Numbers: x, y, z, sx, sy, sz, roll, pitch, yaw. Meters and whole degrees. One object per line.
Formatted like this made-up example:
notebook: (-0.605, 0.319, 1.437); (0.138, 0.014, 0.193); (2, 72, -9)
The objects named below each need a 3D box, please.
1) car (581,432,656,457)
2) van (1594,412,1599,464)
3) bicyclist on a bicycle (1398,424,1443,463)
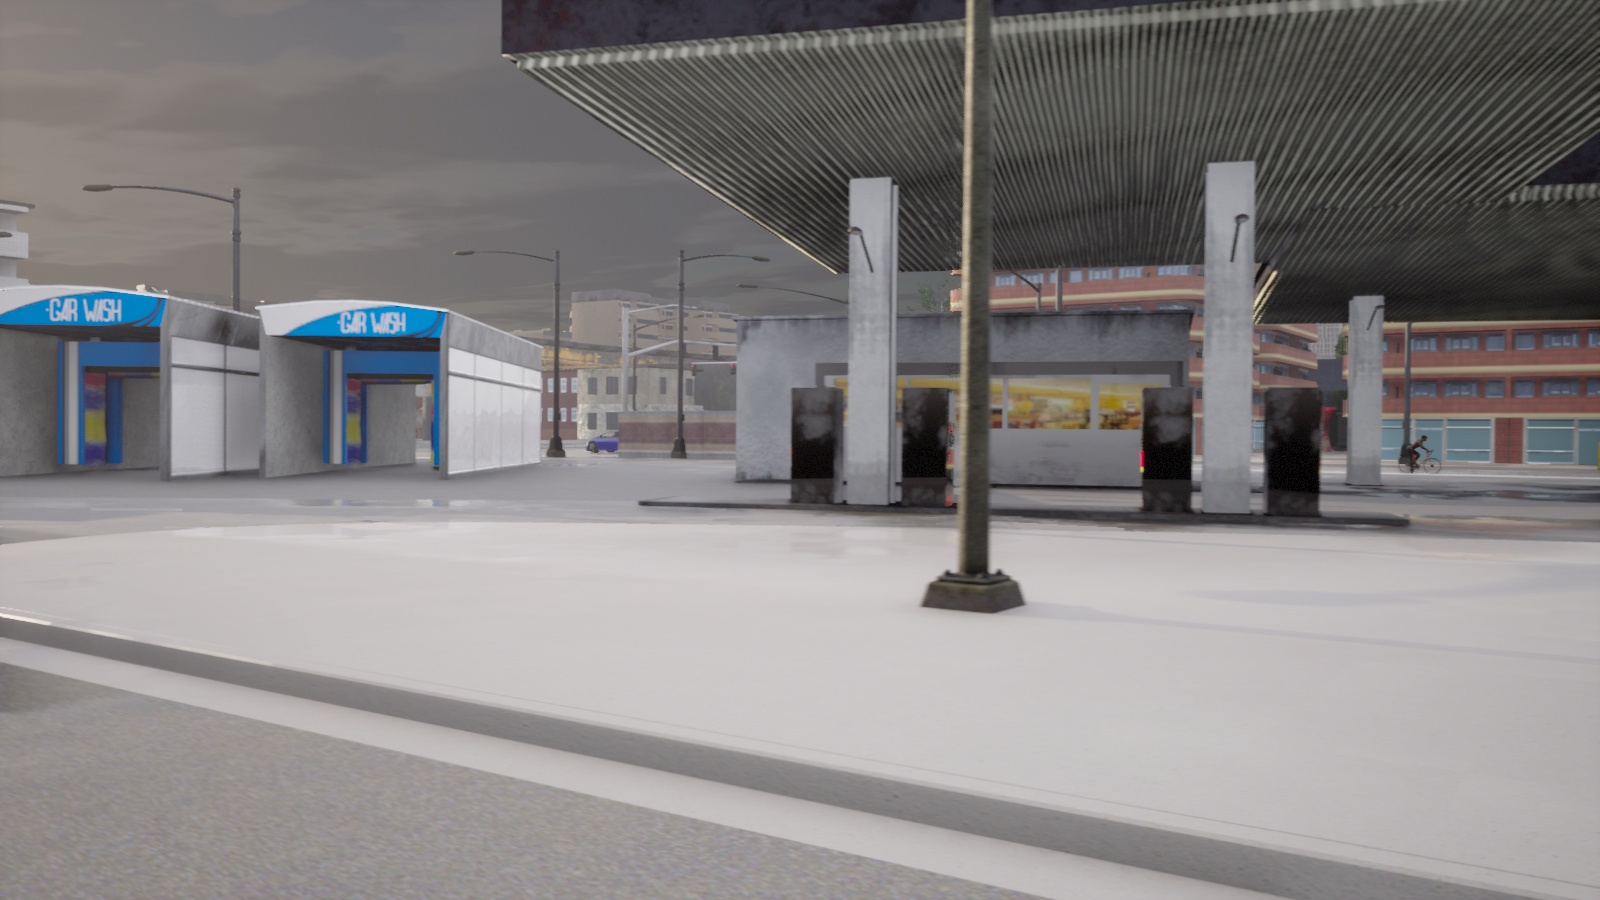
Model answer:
car: (-11.716, -0.354, 81.042); (4.514, 1.525, 2.007); (0, 1, 32)
van: (33.207, -0.478, 48.322); (4.442, 1.987, 1.775); (0, 1, 32)
bicyclist on a bicycle: (26.125, -0.275, 52.857); (1.656, 1.620, 0.582); (0, 1, 32)
